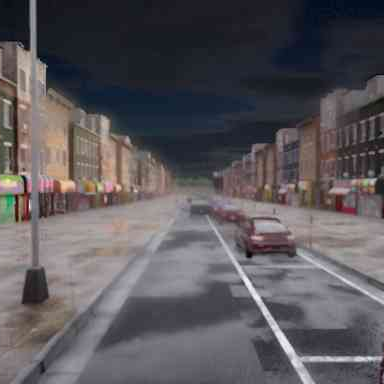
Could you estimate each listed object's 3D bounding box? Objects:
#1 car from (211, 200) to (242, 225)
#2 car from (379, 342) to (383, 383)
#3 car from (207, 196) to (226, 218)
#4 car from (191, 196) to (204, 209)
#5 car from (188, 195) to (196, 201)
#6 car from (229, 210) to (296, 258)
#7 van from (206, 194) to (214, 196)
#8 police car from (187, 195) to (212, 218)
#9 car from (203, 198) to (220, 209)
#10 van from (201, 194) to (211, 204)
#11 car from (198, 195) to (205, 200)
[{"bbox_3d":[2.622,1.524,23.505,1.887,1.381,4.507,-1,0,0],"label":"car"},{"bbox_3d":[2.622,1.544,1.375,1.887,1.381,4.507,-1,0,0],"label":"car"},{"bbox_3d":[2.620,1.415,29.038,1.967,1.590,4.097,-1,0,0],"label":"car"},{"bbox_3d":[0.714,1.415,46.528,1.801,1.575,5.366,0,0,0],"label":"car"},{"bbox_3d":[0.001,1.381,80.679,2.033,1.411,5.357,0,0,0],"label":"car"},{"bbox_3d":[2.622,1.571,12.441,1.802,1.307,4.206,-1,0,0],"label":"car"},{"bbox_3d":[2.617,1.311,34.570,1.690,1.788,3.998,-1,0,0],"label":"van"},{"bbox_3d":[0.743,1.399,30.434,1.930,1.638,5.238,0,0,-1],"label":"police car"},{"bbox_3d":[2.622,1.511,45.636,2.008,1.369,4.403,-1,0,0],"label":"car"},{"bbox_3d":[2.618,1.287,62.233,1.690,1.788,3.998,-1,0,0],"label":"van"},{"bbox_3d":[2.623,1.502,95.428,1.802,1.307,4.206,-1,0,0],"label":"car"}]
